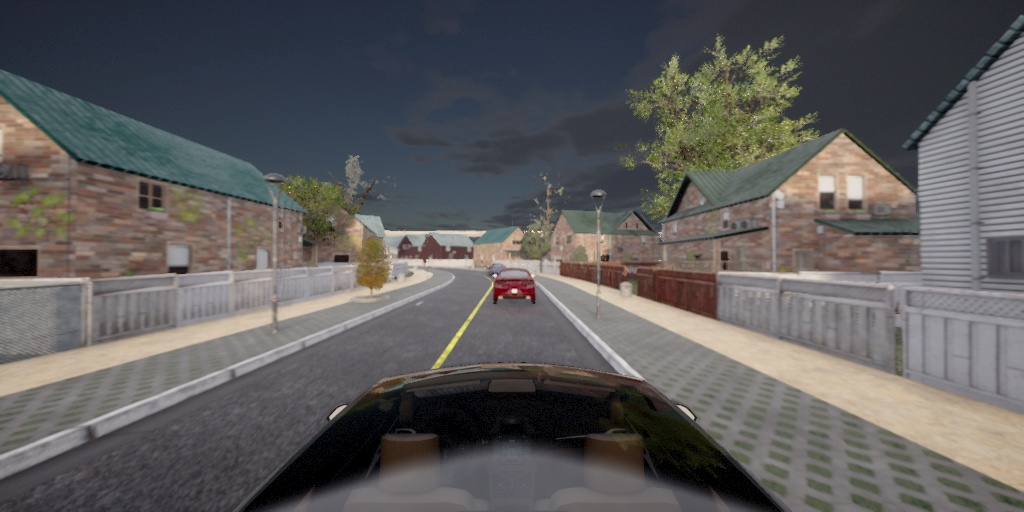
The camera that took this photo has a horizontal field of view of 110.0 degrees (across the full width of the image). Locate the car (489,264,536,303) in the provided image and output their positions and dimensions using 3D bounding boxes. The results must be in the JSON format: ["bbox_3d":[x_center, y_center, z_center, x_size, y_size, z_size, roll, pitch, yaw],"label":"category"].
[{"bbox_3d":[0.099,1.307,17.286,1.882,1.535,5.008,0,0,0],"label":"car"}]

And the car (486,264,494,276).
[{"bbox_3d":[-1.625,1.492,38.362,1.994,1.385,4.181,0,0,-11],"label":"car"}]
